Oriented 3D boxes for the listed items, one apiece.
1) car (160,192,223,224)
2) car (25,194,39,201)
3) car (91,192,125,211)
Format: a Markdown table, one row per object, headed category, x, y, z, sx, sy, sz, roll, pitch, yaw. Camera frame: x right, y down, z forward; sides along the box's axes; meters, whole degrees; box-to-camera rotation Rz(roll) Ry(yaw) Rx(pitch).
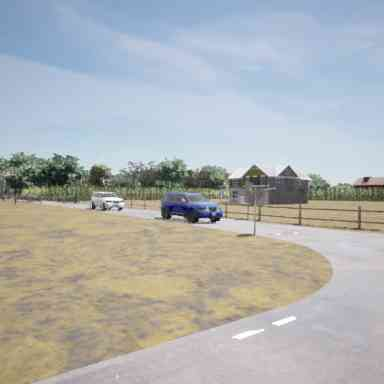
| category | x | y | z | sx | sy | sz | roll | pitch | yaw |
| --- | --- | --- | --- | --- | --- | --- | --- | --- | --- |
| car | -0.195 | 1.076 | 23.992 | 2.150 | 2.045 | 5.566 | 2 | 0 | -36 |
| car | -40.154 | 1.533 | 84.307 | 2.128 | 1.511 | 4.902 | 2 | -2 | -36 |
| car | -9.448 | 1.011 | 36.853 | 2.150 | 2.045 | 5.566 | 2 | -1 | -36 |
